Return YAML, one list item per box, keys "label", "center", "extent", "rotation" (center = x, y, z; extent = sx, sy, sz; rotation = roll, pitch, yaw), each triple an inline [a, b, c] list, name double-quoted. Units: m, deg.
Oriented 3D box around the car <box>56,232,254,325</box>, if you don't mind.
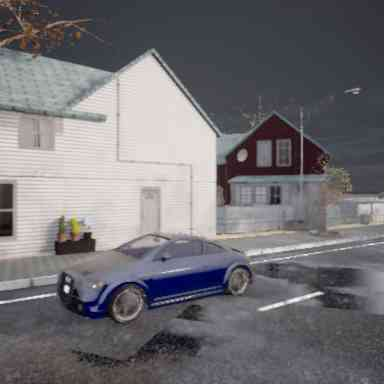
- label: "car"
  center: [-0.649, 1.609, 7.213]
  extent: [4.181, 1.385, 1.994]
  rotation: [1, -1, -35]
